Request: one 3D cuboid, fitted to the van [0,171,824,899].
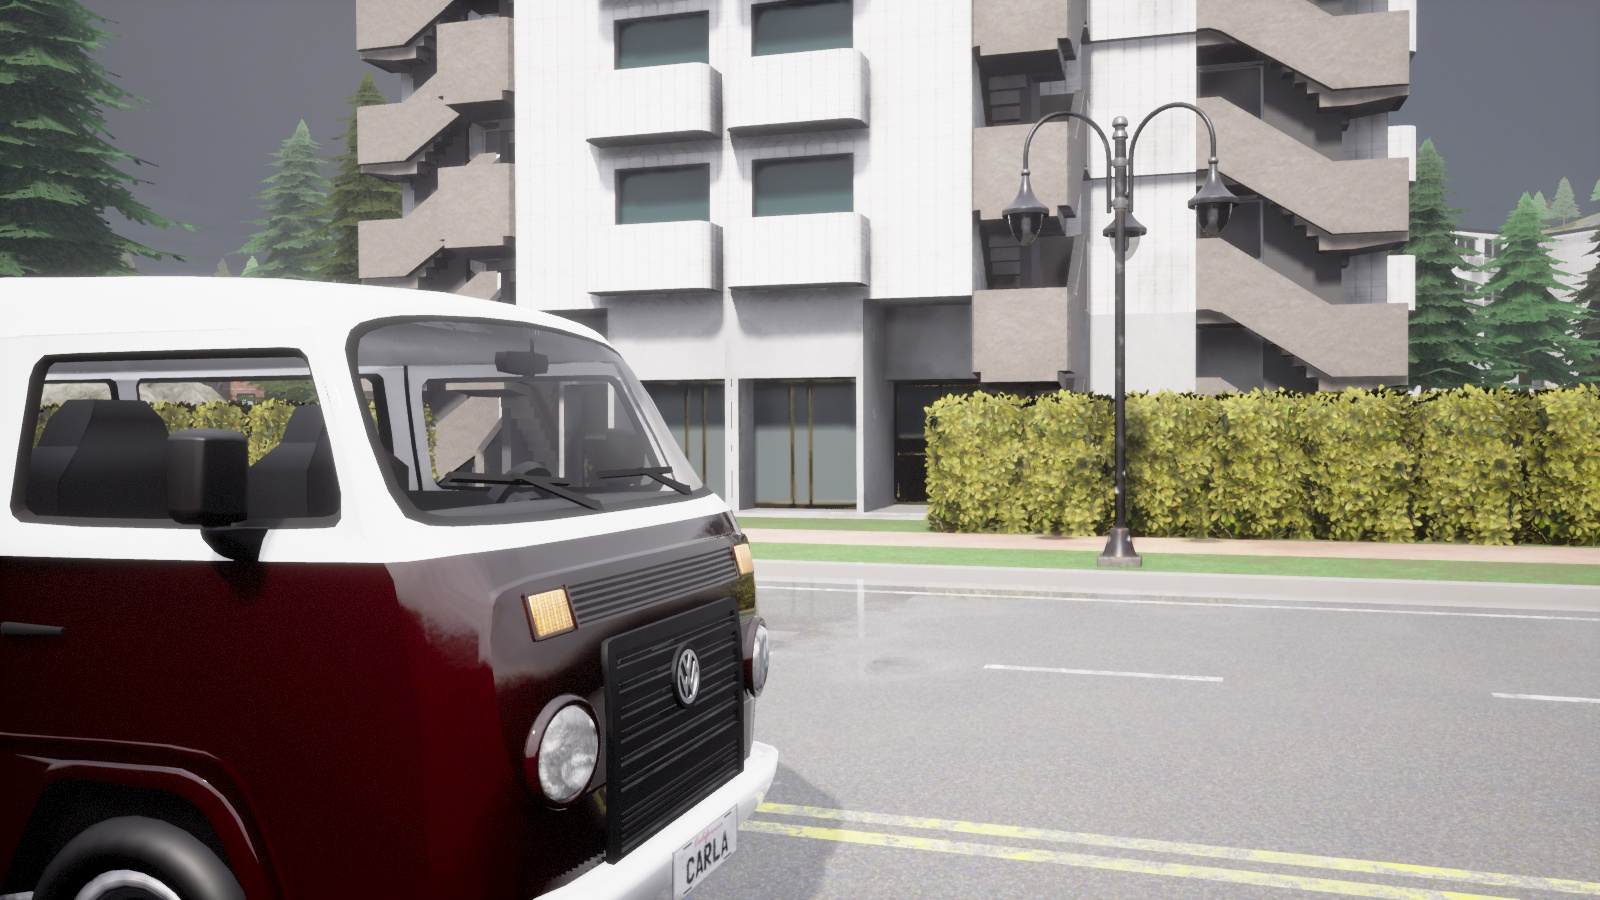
[{"bbox_3d":[-2.375,0.477,3.985,4.480,2.038,2.069,1,1,18],"label":"van"}]
